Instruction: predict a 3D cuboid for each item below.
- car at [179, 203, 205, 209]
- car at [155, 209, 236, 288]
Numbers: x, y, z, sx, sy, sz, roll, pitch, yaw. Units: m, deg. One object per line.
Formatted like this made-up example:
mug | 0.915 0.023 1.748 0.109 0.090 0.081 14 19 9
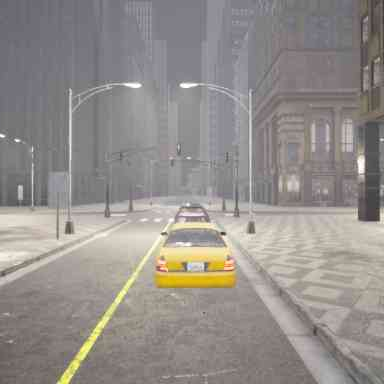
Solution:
car | -0.009 1.455 19.334 2.033 1.649 4.856 0 0 -1
car | 0.050 1.463 9.192 1.801 1.575 5.366 0 0 -1
